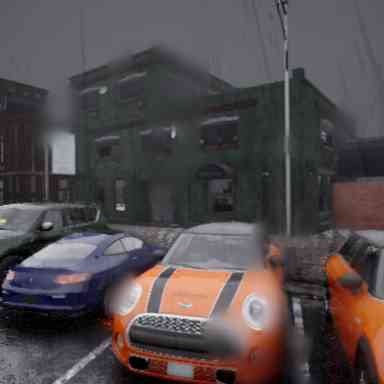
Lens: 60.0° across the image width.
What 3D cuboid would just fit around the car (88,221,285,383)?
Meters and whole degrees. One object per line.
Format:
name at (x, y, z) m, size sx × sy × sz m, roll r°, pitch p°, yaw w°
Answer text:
car at (0.481, 1.387, 5.801) m, size 2.185 × 1.767 × 4.553 m, roll 0°, pitch -1°, yaw 16°

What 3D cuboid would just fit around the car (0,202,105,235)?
car at (-4.400, 1.317, 9.248) m, size 2.435 × 2.045 × 5.566 m, roll 0°, pitch -1°, yaw 16°

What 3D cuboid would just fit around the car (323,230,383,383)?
car at (2.920, 1.360, 4.052) m, size 2.185 × 1.767 × 4.553 m, roll 0°, pitch -1°, yaw 16°

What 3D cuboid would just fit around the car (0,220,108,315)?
car at (-1.974, 1.580, 7.516) m, size 2.002 × 1.452 × 4.674 m, roll -1°, pitch -1°, yaw 16°
